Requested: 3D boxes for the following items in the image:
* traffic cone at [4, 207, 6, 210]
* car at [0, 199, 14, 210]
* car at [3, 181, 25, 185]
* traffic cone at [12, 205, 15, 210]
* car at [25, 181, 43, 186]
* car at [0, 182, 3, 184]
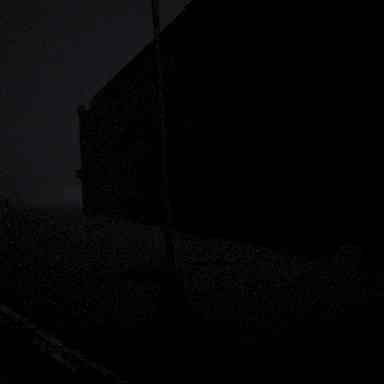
[{"bbox_3d":[-23.384,1.964,41.592,0.340,0.580,0.340,-3,0,-12],"label":"traffic cone"},{"bbox_3d":[-26.884,1.714,46.578,1.837,1.490,4.892,-4,0,0],"label":"car"},{"bbox_3d":[-43.447,-1.950,79.585,2.097,1.535,5.008,-5,-3,25],"label":"car"},{"bbox_3d":[-22.412,1.907,41.808,0.340,0.580,0.340,-3,0,-12],"label":"traffic cone"},{"bbox_3d":[-41.190,-1.957,84.629,2.185,1.767,4.553,-5,-3,24],"label":"car"},{"bbox_3d":[-45.826,-2.019,74.573,2.002,1.452,4.674,-5,-3,26],"label":"car"}]
